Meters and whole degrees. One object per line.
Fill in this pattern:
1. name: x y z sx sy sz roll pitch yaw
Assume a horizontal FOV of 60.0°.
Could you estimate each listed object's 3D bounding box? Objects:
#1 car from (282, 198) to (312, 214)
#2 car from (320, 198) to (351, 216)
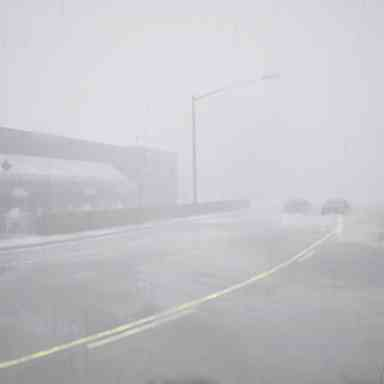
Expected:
1. car: 9.912 1.300 31.185 1.994 1.385 4.181 -1 0 31
2. car: 12.477 1.239 28.681 2.033 1.411 5.357 -1 0 31
